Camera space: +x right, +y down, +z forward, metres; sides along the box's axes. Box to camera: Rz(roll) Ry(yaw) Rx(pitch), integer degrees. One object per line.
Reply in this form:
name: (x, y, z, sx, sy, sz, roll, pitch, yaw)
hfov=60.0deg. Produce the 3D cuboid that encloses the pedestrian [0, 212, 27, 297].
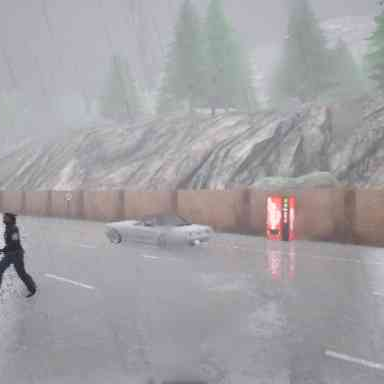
pedestrian: (-3.715, 1.294, 6.802, 0.375, 1.860, 0.375, 0, 0, 38)

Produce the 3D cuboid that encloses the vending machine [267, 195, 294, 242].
vending machine: (4.195, 1.195, 15.698, 0.880, 2.100, 1.100, 0, 0, 37)

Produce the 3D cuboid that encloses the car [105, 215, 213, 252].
car: (-1.545, 1.601, 13.989, 4.718, 1.301, 1.895, 0, 0, 38)
